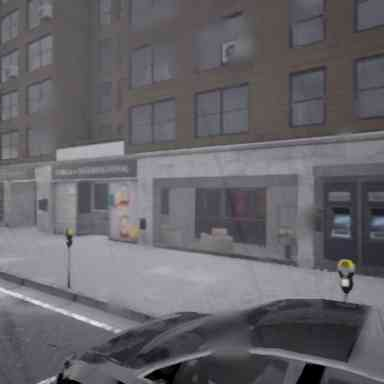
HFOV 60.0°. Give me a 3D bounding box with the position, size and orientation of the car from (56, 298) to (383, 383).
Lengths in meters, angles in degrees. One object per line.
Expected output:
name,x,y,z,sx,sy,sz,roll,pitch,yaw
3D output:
car,0.794,1.563,2.514,4.313,1.339,1.947,0,0,36
